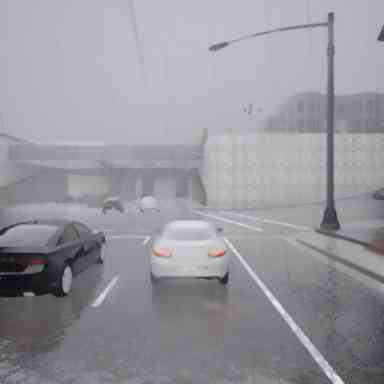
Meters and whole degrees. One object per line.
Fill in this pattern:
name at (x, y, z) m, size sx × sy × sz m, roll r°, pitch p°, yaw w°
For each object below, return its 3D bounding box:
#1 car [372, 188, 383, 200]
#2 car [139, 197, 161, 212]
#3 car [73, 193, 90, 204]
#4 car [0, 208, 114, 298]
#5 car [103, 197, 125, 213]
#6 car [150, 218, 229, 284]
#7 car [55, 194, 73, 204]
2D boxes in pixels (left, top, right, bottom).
car at (17.684, -0.171, 28.327) m, size 4.181 × 1.385 × 1.994 m, roll -11°, pitch 1°, yaw -1°
car at (-4.289, 1.232, 33.804) m, size 1.812 × 1.442 × 4.674 m, roll 0°, pitch 1°, yaw -8°
car at (-15.811, 0.918, 50.191) m, size 2.097 × 1.767 × 4.553 m, roll 0°, pitch 1°, yaw -2°
car at (-3.562, 1.404, 8.397) m, size 1.882 × 1.535 × 5.008 m, roll 0°, pitch 0°, yaw -1°
car at (-7.675, 1.220, 32.829) m, size 1.837 × 1.490 × 4.892 m, roll -1°, pitch 1°, yaw -10°
car at (-0.076, 1.445, 9.228) m, size 1.812 × 1.442 × 4.674 m, roll 0°, pitch 0°, yaw -1°
car at (-19.334, 1.054, 50.747) m, size 2.128 × 1.511 × 4.902 m, roll 0°, pitch 0°, yaw -2°
